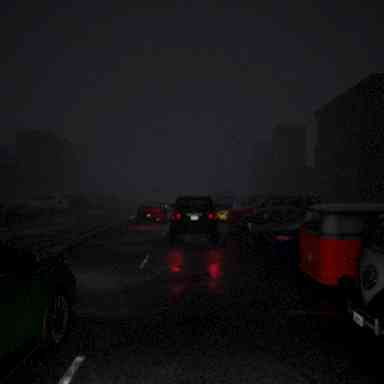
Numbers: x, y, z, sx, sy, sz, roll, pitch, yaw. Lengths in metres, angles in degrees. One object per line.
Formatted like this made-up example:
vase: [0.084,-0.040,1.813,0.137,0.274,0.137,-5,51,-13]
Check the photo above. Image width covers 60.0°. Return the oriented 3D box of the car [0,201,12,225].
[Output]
car: [-15.479,1.447,22.945,4.892,1.521,2.231,0,0,0]

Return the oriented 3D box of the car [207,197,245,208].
car: [4.709,1.457,46.440,5.008,1.535,2.097,0,0,0]

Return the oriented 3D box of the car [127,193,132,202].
car: [-15.545,1.304,67.066,5.566,2.045,2.435,0,0,0]

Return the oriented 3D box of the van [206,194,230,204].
van: [4.832,1.282,63.119,4.442,1.987,1.878,0,0,0]

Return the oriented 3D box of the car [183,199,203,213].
car: [0.103,1.503,37.153,2.033,1.411,5.357,0,0,0]

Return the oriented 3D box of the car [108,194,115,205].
car: [-15.512,1.508,53.275,5.008,1.535,2.097,0,0,0]

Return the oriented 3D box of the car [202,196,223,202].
car: [4.687,1.573,77.016,4.792,1.488,2.163,0,0,0]

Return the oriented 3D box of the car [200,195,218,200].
car: [4.761,1.605,93.686,4.792,1.488,2.163,0,0,0]

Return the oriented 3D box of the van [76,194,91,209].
van: [-15.616,1.246,42.244,4.442,1.987,1.878,0,0,0]

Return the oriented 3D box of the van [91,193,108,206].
van: [-15.622,1.272,50.517,4.442,1.987,1.878,0,0,0]

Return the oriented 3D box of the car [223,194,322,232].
car: [4.682,1.180,18.654,5.566,2.045,2.435,0,0,0]

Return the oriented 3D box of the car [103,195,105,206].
car: [-15.500,1.529,47.760,4.674,1.452,2.002,0,0,0]

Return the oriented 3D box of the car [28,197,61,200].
car: [-15.497,1.451,31.217,5.008,1.535,2.097,0,0,0]

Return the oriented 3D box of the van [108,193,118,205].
van: [-15.392,1.293,56.033,4.442,1.987,1.878,0,0,0]

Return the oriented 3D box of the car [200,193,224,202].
car: [4.688,1.298,79.797,5.566,2.045,2.435,0,0,0]

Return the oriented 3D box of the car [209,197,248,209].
car: [4.719,1.450,43.664,4.892,1.521,2.231,0,0,0]

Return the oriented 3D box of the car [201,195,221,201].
car: [4.722,1.560,85.355,5.008,1.535,2.097,0,0,0]

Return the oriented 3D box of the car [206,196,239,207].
car: [4.708,1.474,52.001,5.008,1.535,2.097,0,0,0]

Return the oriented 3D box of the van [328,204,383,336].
van: [4.593,1.236,4.759,4.442,1.987,1.878,0,0,0]

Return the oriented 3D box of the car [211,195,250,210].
car: [4.682,1.317,40.886,4.553,1.767,2.185,0,0,0]

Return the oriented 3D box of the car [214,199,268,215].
car: [4.706,1.431,32.547,4.892,1.521,2.231,0,0,0]

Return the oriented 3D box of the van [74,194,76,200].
van: [-15.612,1.234,36.732,4.442,1.987,1.878,0,0,0]

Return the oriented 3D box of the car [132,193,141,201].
car: [-15.497,1.613,80.853,4.792,1.488,2.163,0,0,0]

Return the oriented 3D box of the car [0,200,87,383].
car: [-2.900,1.210,2.882,2.150,2.045,5.566,0,0,0]

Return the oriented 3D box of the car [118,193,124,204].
car: [-15.539,1.277,58.791,5.566,2.045,2.435,0,0,0]

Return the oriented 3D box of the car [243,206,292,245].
car: [4.680,1.470,13.095,4.792,1.488,2.163,0,0,0]

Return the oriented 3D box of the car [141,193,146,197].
car: [-15.502,1.337,86.370,5.566,2.045,2.435,0,0,0]

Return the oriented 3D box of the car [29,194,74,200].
car: [-15.522,1.203,33.974,5.566,2.045,2.435,0,0,0]

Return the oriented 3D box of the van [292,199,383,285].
van: [4.827,1.228,7.536,4.442,1.987,1.878,0,0,0]

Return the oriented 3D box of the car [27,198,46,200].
car: [-15.492,1.488,28.459,4.674,1.452,2.002,0,0,0]

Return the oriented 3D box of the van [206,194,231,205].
van: [4.831,1.274,60.340,4.442,1.987,1.878,0,0,0]

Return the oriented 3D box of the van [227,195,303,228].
van: [4.594,1.204,21.431,4.442,1.987,1.878,0,0,0]

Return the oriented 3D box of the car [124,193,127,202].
car: [-15.545,1.422,64.430,4.553,1.767,2.185,0,0,0]

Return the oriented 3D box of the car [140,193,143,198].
car: [-15.530,1.626,83.611,4.674,1.452,2.002,0,0,0]

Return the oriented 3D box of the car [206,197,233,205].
car: [4.716,1.531,57.559,4.674,1.452,2.002,0,0,0]

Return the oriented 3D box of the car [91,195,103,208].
car: [-15.316,1.477,45.003,5.366,1.575,1.946,0,0,0]

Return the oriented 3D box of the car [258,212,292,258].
car: [4.708,1.486,10.441,4.674,1.452,2.002,0,0,0]

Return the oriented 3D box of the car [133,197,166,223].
car: [-2.899,1.425,24.865,1.882,1.535,5.008,0,0,0]

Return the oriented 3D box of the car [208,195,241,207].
car: [4.745,1.339,49.222,4.553,1.767,2.185,0,0,0]

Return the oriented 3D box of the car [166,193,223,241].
car: [0.102,1.176,16.587,2.150,2.045,5.566,0,0,0]

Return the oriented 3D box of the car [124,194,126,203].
car: [-15.507,1.538,61.673,5.008,1.535,2.097,0,0,0]

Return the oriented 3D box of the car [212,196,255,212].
car: [4.681,1.312,38.106,4.553,1.767,2.185,0,0,0]

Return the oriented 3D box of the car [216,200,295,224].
car: [4.526,1.425,24.211,5.366,1.575,1.946,0,0,0]

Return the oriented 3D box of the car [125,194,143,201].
car: [-15.501,1.464,89.127,4.553,1.767,2.185,0,0,0]
